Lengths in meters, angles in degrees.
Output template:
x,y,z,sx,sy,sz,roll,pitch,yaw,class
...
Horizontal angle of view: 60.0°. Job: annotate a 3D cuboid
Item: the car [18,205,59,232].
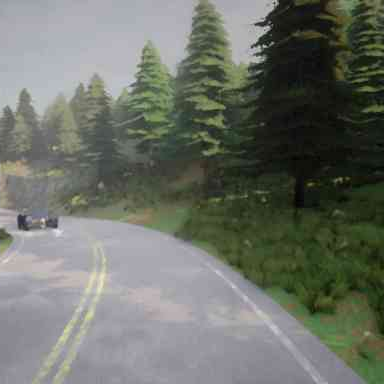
x,y,z,sx,sy,sz,roll,pitch,yaw,class
-11.102,1.769,23.860,2.097,1.767,4.553,-4,1,-34,car
